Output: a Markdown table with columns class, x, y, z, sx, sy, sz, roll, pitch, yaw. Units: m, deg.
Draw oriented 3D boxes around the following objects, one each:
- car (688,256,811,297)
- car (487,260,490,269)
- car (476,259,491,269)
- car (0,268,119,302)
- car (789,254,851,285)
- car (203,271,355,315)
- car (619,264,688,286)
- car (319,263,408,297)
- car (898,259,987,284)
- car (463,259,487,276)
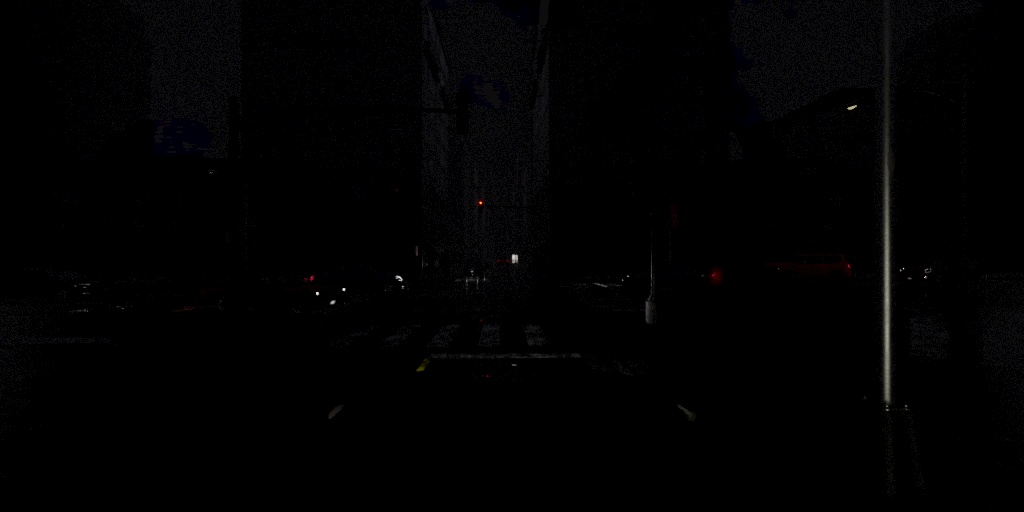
| class | x | y | z | sx | sy | sz | roll | pitch | yaw |
| --- | --- | --- | --- | --- | --- | --- | --- | --- | --- |
| car | 11.683 | 1.044 | 17.881 | 4.553 | 1.767 | 2.097 | 0 | 0 | -2 |
| car | -4.288 | 1.285 | 47.905 | 1.837 | 1.490 | 4.892 | 0 | 0 | -2 |
| car | -4.572 | 1.282 | 58.301 | 2.128 | 1.511 | 4.902 | 0 | 0 | -1 |
| car | -21.624 | 1.302 | 16.837 | 5.008 | 1.535 | 1.882 | 0 | 0 | -2 |
| car | 20.167 | 0.883 | 24.851 | 5.566 | 2.045 | 2.150 | 0 | 0 | -2 |
| car | -8.636 | 1.375 | 13.323 | 4.718 | 1.301 | 1.895 | 0 | 0 | 10 |
| car | 10.209 | 1.244 | 24.539 | 5.357 | 1.411 | 2.033 | 0 | 0 | -2 |
| car | -7.617 | 1.120 | 18.141 | 4.553 | 1.767 | 2.097 | 0 | 0 | -13 |
| car | 30.060 | 0.982 | 25.153 | 4.553 | 1.767 | 2.097 | 0 | 0 | -2 |
| car | -4.001 | 1.260 | 37.526 | 2.128 | 1.511 | 4.902 | 0 | 0 | -2 |
